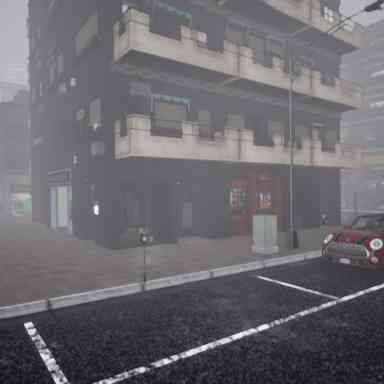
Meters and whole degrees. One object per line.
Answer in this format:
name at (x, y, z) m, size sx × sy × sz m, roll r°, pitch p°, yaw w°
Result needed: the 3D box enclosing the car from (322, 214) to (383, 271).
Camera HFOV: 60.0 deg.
car at (5.938, 1.430, 10.582) m, size 4.097 × 1.590 × 1.967 m, roll 0°, pitch -1°, yaw -36°
